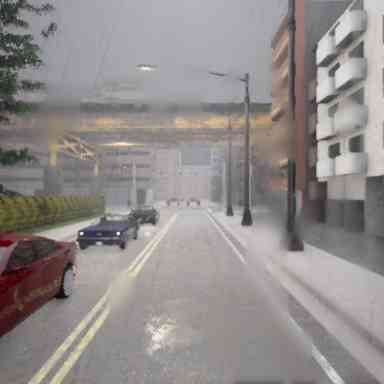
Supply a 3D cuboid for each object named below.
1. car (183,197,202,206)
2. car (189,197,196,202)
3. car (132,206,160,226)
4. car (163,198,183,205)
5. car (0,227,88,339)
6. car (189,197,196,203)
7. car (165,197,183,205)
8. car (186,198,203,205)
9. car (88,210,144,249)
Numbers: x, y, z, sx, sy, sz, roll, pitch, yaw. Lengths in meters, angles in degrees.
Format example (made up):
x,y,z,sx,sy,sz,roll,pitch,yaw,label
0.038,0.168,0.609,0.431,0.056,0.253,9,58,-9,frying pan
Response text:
x,y,z,sx,sy,sz,roll,pitch,yaw,label
0.501,1.928,64.561,2.038,1.542,4.974,0,0,-20,car
0.126,1.965,91.209,1.853,1.218,4.536,0,0,0,car
-3.574,1.750,25.171,1.994,1.385,4.181,0,0,0,car
-3.638,1.772,64.915,1.853,1.218,4.536,0,0,25,car
-3.602,1.521,5.777,1.882,1.535,5.008,0,0,0,car
0.126,2.122,91.156,2.038,1.542,4.974,0,0,0,car
-3.659,1.929,64.867,2.038,1.542,4.974,0,0,25,car
0.483,1.770,64.610,1.853,1.218,4.536,0,0,-20,car
-3.599,1.713,15.147,1.895,1.301,4.718,0,0,0,car
